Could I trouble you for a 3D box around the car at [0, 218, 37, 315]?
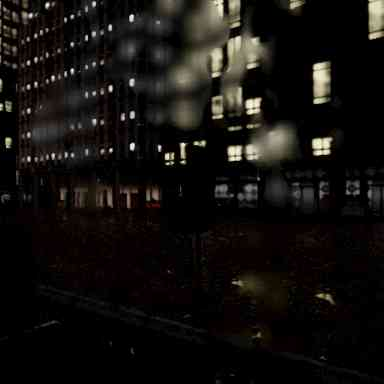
[{"bbox_3d":[-5.040,1.394,6.450,5.009,1.841,2.192,-1,0,35],"label":"car"}]
